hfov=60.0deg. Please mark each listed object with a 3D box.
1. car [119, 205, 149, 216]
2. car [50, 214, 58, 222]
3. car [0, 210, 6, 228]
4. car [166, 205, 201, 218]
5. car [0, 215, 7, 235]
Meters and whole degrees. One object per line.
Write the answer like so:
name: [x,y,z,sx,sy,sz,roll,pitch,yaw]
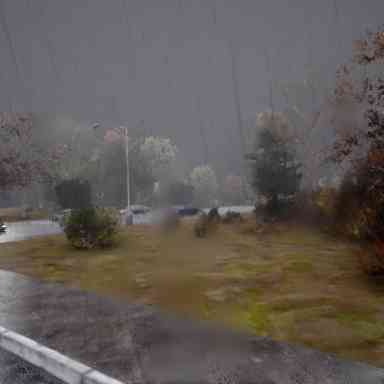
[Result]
car: [-7.870,2.489,45.392,2.128,1.511,4.902,-3,-2,32]
car: [-13.428,2.516,36.650,1.994,1.385,4.181,-3,-2,32]
car: [-18.872,2.437,28.341,1.837,1.490,4.892,-3,-2,35]
car: [-0.758,2.124,36.652,1.895,1.301,4.718,-3,-2,32]
car: [-12.865,1.979,18.288,1.837,1.490,4.892,-3,-2,35]
